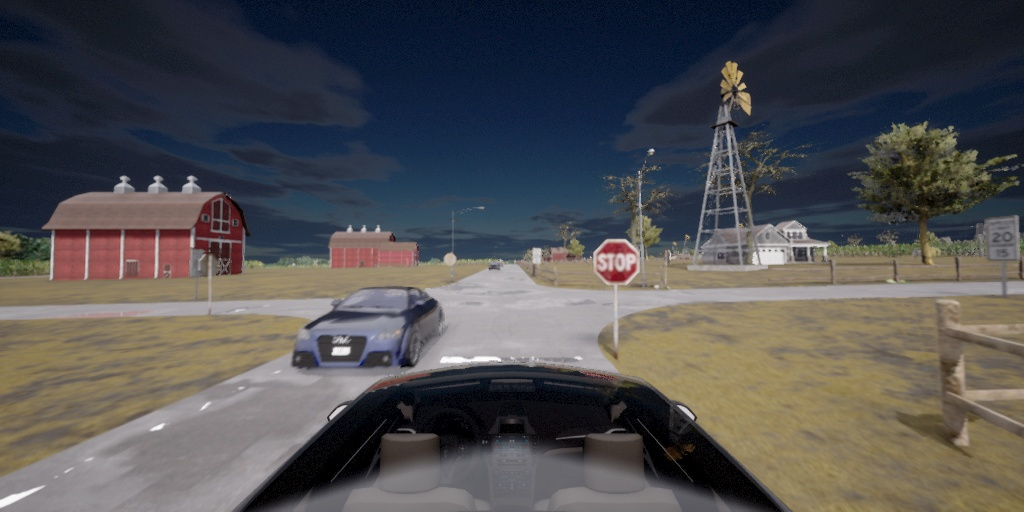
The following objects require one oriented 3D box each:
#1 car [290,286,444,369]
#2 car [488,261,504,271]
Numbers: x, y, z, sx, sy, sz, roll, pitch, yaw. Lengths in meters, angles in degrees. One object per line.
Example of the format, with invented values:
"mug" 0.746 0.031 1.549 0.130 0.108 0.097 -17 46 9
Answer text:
"car" -2.754 1.357 7.784 1.994 1.385 4.181 0 0 0
"car" -2.783 1.642 56.529 2.033 1.411 5.357 0 0 0
